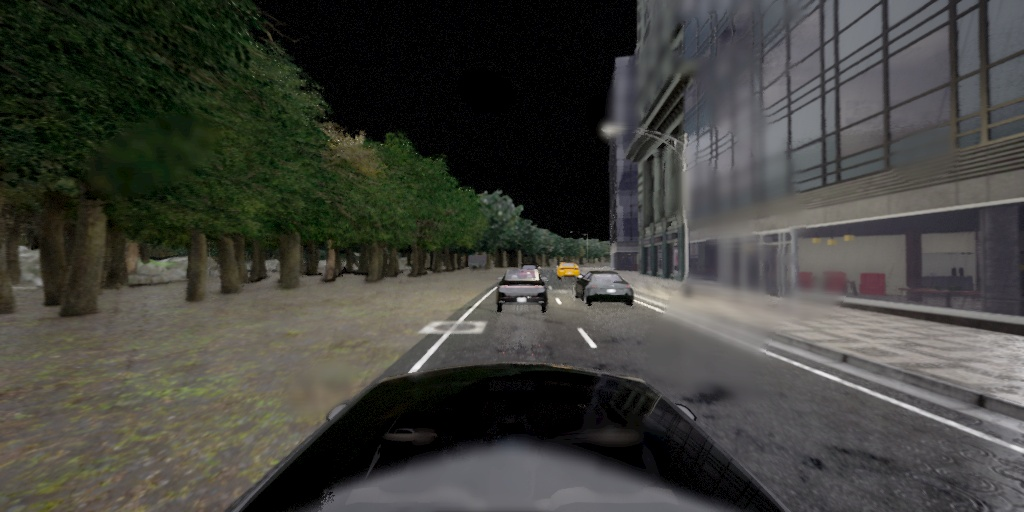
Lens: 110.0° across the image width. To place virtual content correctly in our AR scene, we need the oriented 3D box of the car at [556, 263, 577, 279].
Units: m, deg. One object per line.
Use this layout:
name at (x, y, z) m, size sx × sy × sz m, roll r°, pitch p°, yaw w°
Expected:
car at (5.262, 1.359, 33.900) m, size 1.882 × 1.535 × 5.008 m, roll 0°, pitch 0°, yaw 5°

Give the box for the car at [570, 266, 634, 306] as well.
car at (3.985, 1.345, 16.064) m, size 1.994 × 1.385 × 4.181 m, roll 0°, pitch 0°, yaw 3°

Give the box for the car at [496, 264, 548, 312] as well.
car at (0.409, 1.264, 14.436) m, size 2.128 × 1.511 × 4.902 m, roll 0°, pitch 0°, yaw 2°

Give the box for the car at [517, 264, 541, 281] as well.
car at (1.579, 1.430, 32.042) m, size 1.994 × 1.385 × 4.181 m, roll 0°, pitch 0°, yaw 5°
